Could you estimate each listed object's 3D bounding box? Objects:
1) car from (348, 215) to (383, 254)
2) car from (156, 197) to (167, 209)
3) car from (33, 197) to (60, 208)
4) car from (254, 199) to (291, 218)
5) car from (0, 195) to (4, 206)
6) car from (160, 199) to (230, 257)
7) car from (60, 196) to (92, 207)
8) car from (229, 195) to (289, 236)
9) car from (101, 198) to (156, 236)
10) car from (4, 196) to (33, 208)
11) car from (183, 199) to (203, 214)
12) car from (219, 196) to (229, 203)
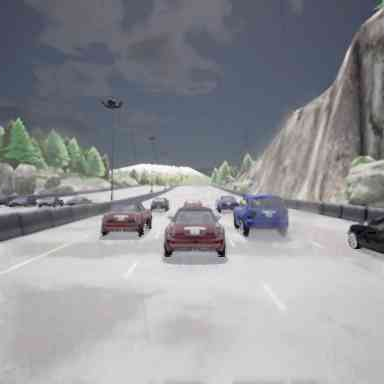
[{"bbox_3d":[7.098,1.459,11.142,1.882,1.535,5.008,0,0,0],"label":"car"},{"bbox_3d":[-3.405,1.301,36.077,1.812,1.442,4.674,0,1,0],"label":"car"},{"bbox_3d":[-17.590,1.263,41.672,1.994,1.385,4.181,0,1,0],"label":"car"},{"bbox_3d":[7.096,1.395,29.812,2.033,1.411,5.357,0,1,0],"label":"car"},{"bbox_3d":[-24.585,1.192,41.613,2.128,1.511,4.902,0,1,0],"label":"car"},{"bbox_3d":[0.098,1.325,13.042,2.097,1.767,4.553,0,0,0],"label":"car"},{"bbox_3d":[-14.094,1.250,41.399,2.033,1.411,5.357,0,1,0],"label":"car"},{"bbox_3d":[3.598,1.168,18.192,2.150,2.045,5.566,0,0,0],"label":"car"},{"bbox_3d":[-3.402,1.298,18.147,2.097,1.767,4.553,0,0,0],"label":"car"},{"bbox_3d":[-21.087,1.263,41.645,1.994,1.385,4.181,0,1,0],"label":"car"},{"bbox_3d":[0.096,1.410,33.394,1.895,1.301,4.718,0,1,0],"label":"car"},{"bbox_3d":[3.595,1.143,34.795,2.097,1.767,4.553,0,1,0],"label":"car"}]
